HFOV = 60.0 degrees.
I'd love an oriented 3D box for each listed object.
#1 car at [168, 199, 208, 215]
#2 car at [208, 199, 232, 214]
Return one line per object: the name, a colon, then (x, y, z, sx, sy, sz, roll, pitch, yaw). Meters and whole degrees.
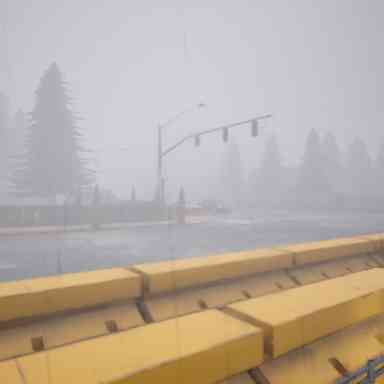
car: (-0.776, 1.692, 37.097, 1.882, 1.535, 5.008, 1, 0, -36)
car: (2.571, 1.603, 38.447, 2.097, 1.767, 4.553, 1, 0, -35)
